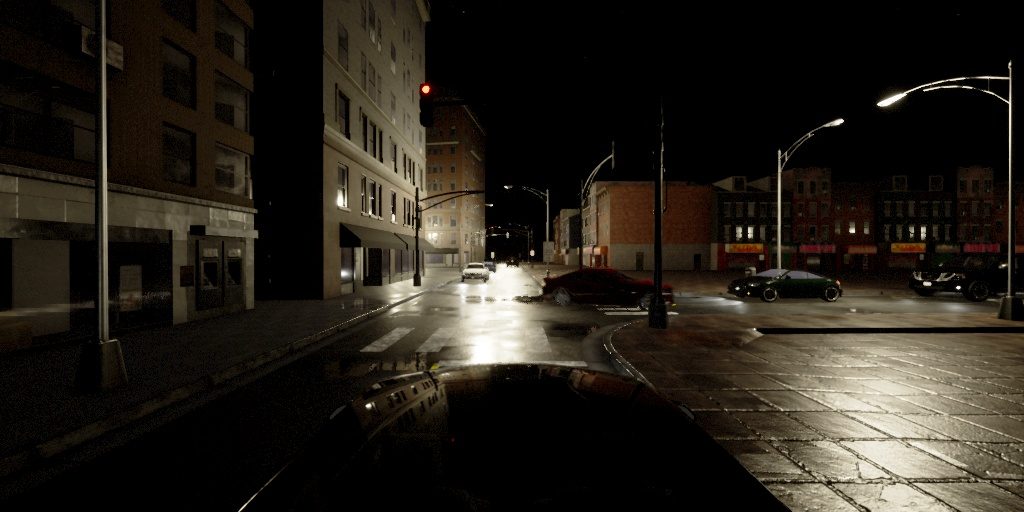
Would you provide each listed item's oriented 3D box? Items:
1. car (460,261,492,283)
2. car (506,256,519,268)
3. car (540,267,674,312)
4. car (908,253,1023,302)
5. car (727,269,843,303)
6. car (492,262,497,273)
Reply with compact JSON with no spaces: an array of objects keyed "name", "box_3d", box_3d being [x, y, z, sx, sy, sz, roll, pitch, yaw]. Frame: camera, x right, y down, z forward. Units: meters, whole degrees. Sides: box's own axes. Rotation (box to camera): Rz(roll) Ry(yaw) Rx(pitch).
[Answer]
[{"name":"car","box_3d":[-2.856,1.278,28.495,1.812,1.442,4.674,0,0,0]},{"name":"car","box_3d":[0.080,0.991,61.384,2.150,2.045,5.566,0,0,0]},{"name":"car","box_3d":[3.600,1.216,14.071,5.008,1.535,1.882,-1,1,20]},{"name":"car","box_3d":[21.320,0.884,16.038,5.566,2.045,2.150,0,0,0]},{"name":"car","box_3d":[12.042,1.261,15.988,4.181,1.385,1.994,0,0,0]},{"name":"car","box_3d":[-2.838,1.321,41.973,1.994,1.385,4.181,0,0,0]}]
